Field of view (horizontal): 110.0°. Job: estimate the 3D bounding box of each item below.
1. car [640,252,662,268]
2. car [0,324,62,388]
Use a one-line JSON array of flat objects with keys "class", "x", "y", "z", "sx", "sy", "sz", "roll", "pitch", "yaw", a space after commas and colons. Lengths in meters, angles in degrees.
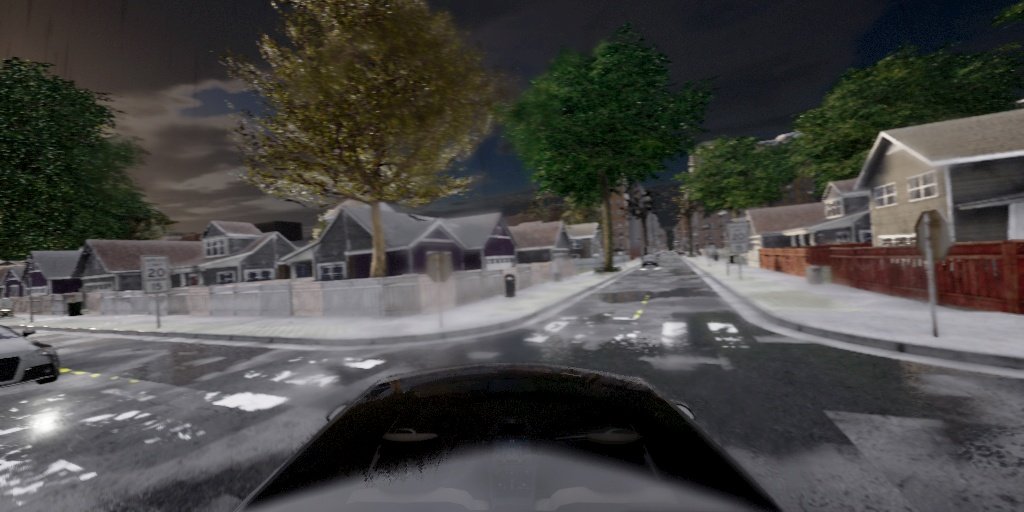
[{"class": "car", "x": 16.715, "y": 0.559, "z": 43.437, "sx": 1.837, "sy": 1.490, "sz": 4.892, "roll": -4, "pitch": -1, "yaw": 24}, {"class": "car", "x": -11.394, "y": 2.107, "z": 7.314, "sx": 4.181, "sy": 1.385, "sz": 1.994, "roll": -4, "pitch": -1, "yaw": 24}]
